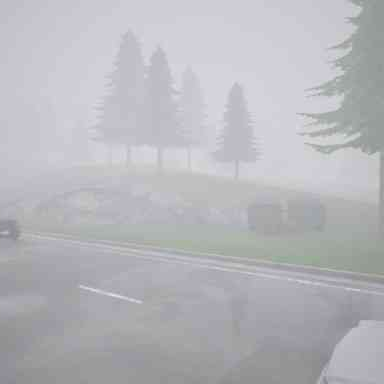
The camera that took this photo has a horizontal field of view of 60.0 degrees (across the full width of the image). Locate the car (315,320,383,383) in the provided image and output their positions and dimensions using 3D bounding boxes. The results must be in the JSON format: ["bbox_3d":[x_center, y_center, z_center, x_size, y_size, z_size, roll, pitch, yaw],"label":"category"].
[{"bbox_3d":[3.136,1.601,1.757,4.718,1.301,1.895,0,0,35],"label":"car"}]

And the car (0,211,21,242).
[{"bbox_3d":[-9.610,1.526,15.146,4.674,1.442,1.812,0,0,36],"label":"car"}]
